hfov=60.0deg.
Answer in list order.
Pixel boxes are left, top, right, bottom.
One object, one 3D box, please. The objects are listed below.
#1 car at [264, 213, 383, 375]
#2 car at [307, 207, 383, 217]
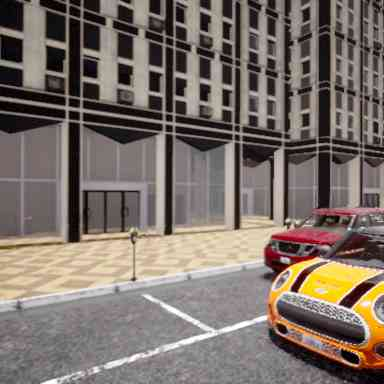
[{"bbox_3d":[3.412,1.405,5.691,4.553,1.767,2.097,1,0,-36],"label":"car"},{"bbox_3d":[4.357,1.395,9.672,5.009,1.841,2.192,1,-1,-35],"label":"car"}]
